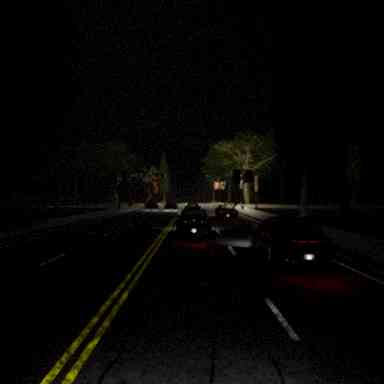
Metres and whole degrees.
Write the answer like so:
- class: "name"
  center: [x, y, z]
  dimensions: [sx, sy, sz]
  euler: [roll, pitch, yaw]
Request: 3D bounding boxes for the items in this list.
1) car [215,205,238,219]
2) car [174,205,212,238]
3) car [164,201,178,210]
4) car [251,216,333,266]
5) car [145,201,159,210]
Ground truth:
- class: "car"
  center: [3.353, 1.930, 33.299]
  dimensions: [1.895, 1.301, 4.718]
  euler: [0, -1, 0]
- class: "car"
  center: [0.101, 1.690, 18.885]
  dimensions: [1.837, 1.490, 4.892]
  euler: [0, -1, 0]
- class: "car"
  center: [-3.288, 2.118, 53.258]
  dimensions: [1.994, 1.385, 4.181]
  euler: [0, -1, 0]
- class: "car"
  center: [3.350, 1.622, 11.923]
  dimensions: [1.837, 1.490, 4.892]
  euler: [0, -1, 0]
- class: "car"
  center: [-6.521, 2.119, 54.646]
  dimensions: [2.033, 1.411, 5.357]
  euler: [0, -1, 0]
